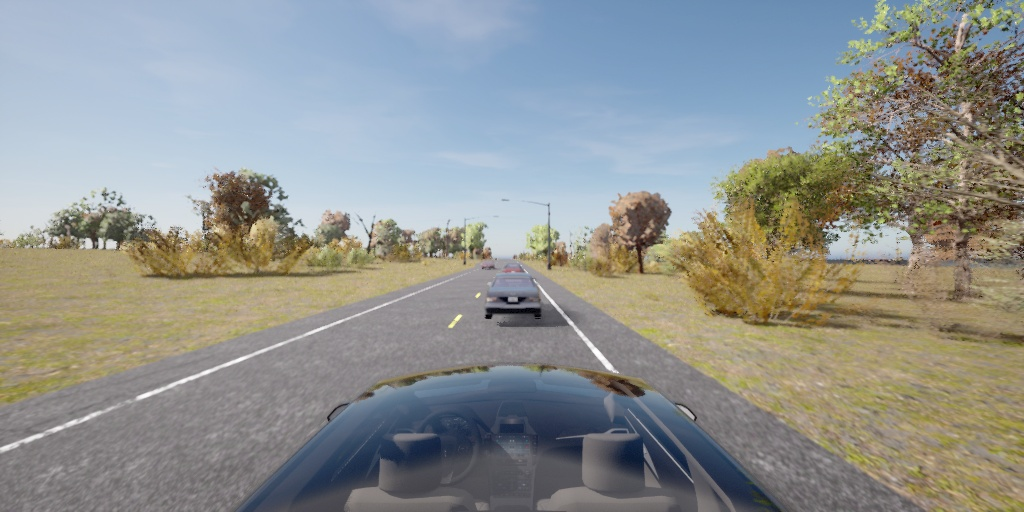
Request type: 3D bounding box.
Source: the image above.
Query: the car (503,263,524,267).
[{"bbox_3d":[0.114,1.330,32.252,1.994,1.385,4.181,0,0,0],"label":"car"}]

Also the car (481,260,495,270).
[{"bbox_3d":[-3.514,1.314,53.310,1.812,1.442,4.674,0,0,0],"label":"car"}]

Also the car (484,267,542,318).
[{"bbox_3d":[0.057,1.303,12.875,2.033,1.411,5.357,0,0,1],"label":"car"}]
